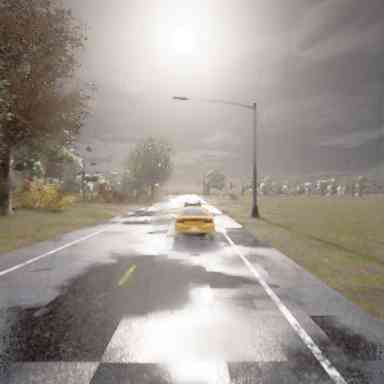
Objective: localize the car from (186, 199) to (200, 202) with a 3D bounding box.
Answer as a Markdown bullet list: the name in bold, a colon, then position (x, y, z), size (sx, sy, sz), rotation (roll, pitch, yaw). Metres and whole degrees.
- **car**: position (0.108, 1.492, 35.526), size (2.128, 1.511, 4.902), rotation (0, 0, 0)

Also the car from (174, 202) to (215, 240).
- **car**: position (0.116, 1.477, 17.115), size (1.882, 1.535, 5.008), rotation (0, 0, 0)
